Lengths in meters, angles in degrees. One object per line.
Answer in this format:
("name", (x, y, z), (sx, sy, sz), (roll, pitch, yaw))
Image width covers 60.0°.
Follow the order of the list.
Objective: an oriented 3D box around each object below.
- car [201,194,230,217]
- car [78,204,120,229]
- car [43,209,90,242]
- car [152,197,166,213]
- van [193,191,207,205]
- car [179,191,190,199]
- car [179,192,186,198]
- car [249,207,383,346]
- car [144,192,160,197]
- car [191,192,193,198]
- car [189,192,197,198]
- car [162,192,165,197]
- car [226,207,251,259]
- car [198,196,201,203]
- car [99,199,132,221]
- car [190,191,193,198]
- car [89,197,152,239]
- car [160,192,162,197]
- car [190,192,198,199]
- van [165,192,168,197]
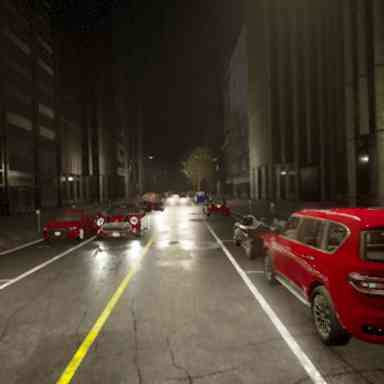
("car", (2.102, 1.202, 28.667), (1.967, 1.590, 4.097), (-2, 0, -2))
("car", (-6.255, 1.621, 22.817), (1.802, 1.307, 4.206), (-2, 0, -2))
("car", (-6.097, 1.615, 17.179), (1.887, 1.381, 4.507), (-2, 0, -2))
("car", (-3.942, 1.559, 35.470), (1.895, 1.301, 4.718), (-2, 0, -2))
("van", (1.463, 0.969, 51.217), (1.690, 1.788, 3.998), (-2, 0, -2))
("car", (-2.232, 1.010, 80.976), (2.128, 1.511, 4.902), (-2, 0, -2))
("car", (-2.532, 0.778, 91.392), (1.812, 1.442, 4.674), (-2, 0, -2))
("car", (2.734, 1.198, 6.116), (2.192, 1.841, 5.009), (-2, 0, -2))
("car", (-7.216, 1.151, 56.638), (2.192, 1.841, 5.009), (-2, 0, -2))
("car", (1.305, 1.112, 57.028), (1.752, 1.417, 4.829), (-2, 0, -2))
("car", (0.350, 0.785, 90.681), (1.967, 1.590, 4.097), (-2, 0, -2))
("car", (-7.683, 1.238, 73.341), (1.752, 1.417, 4.829), (-1, 1, 0))
("car", (2.583, 1.419, 11.756), (1.947, 1.339, 4.313), (-2, 0, -2))
("car", (1.947, 1.312, 34.307), (1.802, 1.307, 4.206), (-2, 0, -2))
("car", (-6.418, 1.449, 28.453), (1.967, 1.590, 4.097), (-2, 0, -2))
("car", (0.991, 1.028, 68.337), (1.752, 1.417, 4.829), (-1, 1, 0))
("car", (-3.536, 1.347, 17.421), (2.097, 1.767, 4.553), (-2, 0, -2))
("car", (-7.376, 1.111, 62.276), (2.192, 1.841, 5.009), (-2, 0, -2))
("car", (0.509, 0.822, 85.045), (1.967, 1.590, 4.097), (-2, 0, -2))
("van", (-8.171, 0.934, 90.456), (1.690, 1.788, 3.998), (-2, 0, -2))
